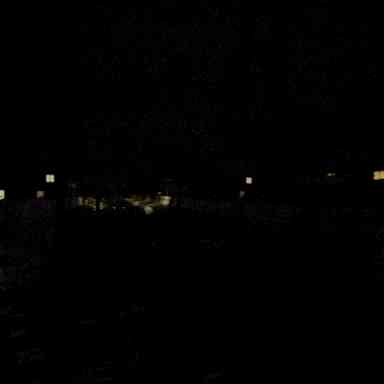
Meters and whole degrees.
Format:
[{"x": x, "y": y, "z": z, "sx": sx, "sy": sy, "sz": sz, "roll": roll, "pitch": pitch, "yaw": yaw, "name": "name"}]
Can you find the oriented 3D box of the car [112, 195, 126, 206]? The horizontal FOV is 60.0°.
[{"x": -12.176, "y": 1.560, "z": 55.152, "sx": 1.812, "sy": 1.442, "sz": 4.674, "roll": 1, "pitch": 0, "yaw": -15, "name": "car"}]
